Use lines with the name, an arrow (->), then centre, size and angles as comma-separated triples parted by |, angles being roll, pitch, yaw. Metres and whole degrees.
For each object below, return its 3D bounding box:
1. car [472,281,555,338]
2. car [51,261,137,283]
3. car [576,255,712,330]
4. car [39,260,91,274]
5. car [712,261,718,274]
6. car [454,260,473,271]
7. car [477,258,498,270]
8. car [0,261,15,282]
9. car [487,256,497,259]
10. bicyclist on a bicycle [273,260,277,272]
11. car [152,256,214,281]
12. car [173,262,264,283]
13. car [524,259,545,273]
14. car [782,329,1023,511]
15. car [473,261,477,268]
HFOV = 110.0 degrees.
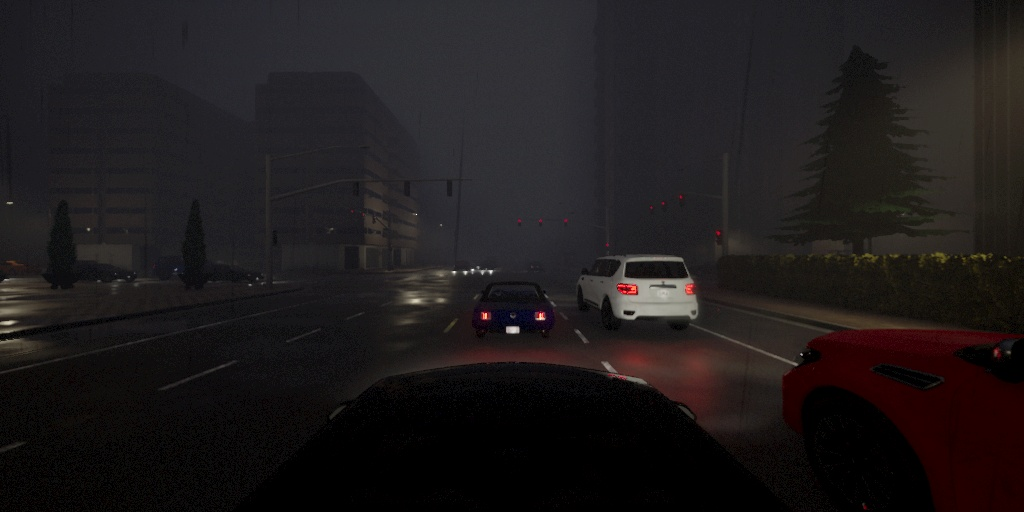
car -> 0.043, 1.364, 10.197 | 1.895, 1.301, 4.718 | 0, 0, 0
car -> -31.592, 1.317, 27.402 | 4.674, 1.442, 1.812 | 0, 0, 1
car -> 3.574, 0.986, 11.326 | 2.150, 2.045, 5.566 | 0, 0, -2
car -> -36.973, 1.149, 30.950 | 4.553, 1.767, 2.097 | 0, 0, 1
car -> 20.818, 1.284, 37.658 | 5.008, 1.535, 1.882 | 0, 0, 1
car -> -7.162, 1.306, 51.703 | 1.882, 1.535, 5.008 | 0, 0, 0
car -> -3.659, 1.396, 53.946 | 1.994, 1.385, 4.181 | 0, 0, 0
car -> -41.845, 1.317, 27.488 | 4.674, 1.442, 1.812 | 0, 0, 1
car -> -3.655, 1.070, 64.668 | 2.150, 2.045, 5.566 | 0, 0, 0
bicyclist on a bicycle -> -28.700, 1.116, 42.860 | 0.582, 1.620, 1.656 | 0, 0, 0
car -> -27.505, 1.019, 30.866 | 5.566, 2.045, 2.150 | 0, 0, 0
car -> -22.008, 1.338, 27.296 | 5.357, 1.411, 2.033 | 0, 0, 1
car -> 3.025, 1.366, 45.787 | 2.033, 1.411, 5.357 | 0, 0, -2
car -> 3.601, 0.970, 0.965 | 2.150, 2.045, 5.566 | 0, 0, 0
car -> -7.169, 1.444, 61.035 | 1.895, 1.301, 4.718 | 0, 0, 0
